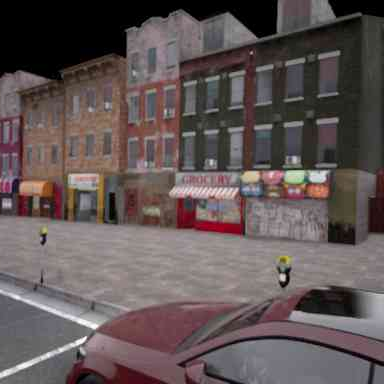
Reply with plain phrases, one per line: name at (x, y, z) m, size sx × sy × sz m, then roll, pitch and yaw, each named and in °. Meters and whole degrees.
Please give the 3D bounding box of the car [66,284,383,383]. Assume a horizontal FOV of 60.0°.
car at (0.989, 1.523, 2.579) m, size 4.674 × 1.442 × 1.812 m, roll 0°, pitch 0°, yaw 36°
